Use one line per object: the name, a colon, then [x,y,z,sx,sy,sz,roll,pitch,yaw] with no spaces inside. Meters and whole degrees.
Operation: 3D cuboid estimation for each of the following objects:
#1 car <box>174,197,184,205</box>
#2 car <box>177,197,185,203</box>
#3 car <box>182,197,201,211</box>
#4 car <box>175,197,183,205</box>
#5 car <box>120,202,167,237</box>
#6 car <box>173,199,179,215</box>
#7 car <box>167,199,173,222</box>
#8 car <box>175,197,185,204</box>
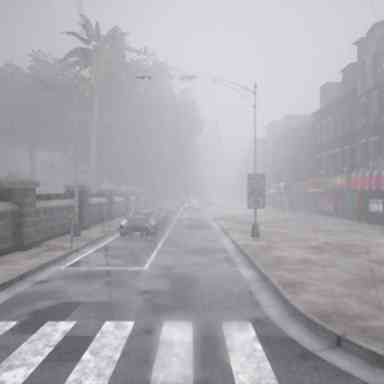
car: [-2.640,1.857,69.204,1.887,1.381,4.507,0,0,0]
car: [-2.640,1.961,80.581,1.947,1.339,4.313,0,0,0]
car: [0.003,1.681,42.533,1.812,1.442,4.674,0,0,0]
car: [-2.639,1.721,46.450,2.008,1.369,4.403,0,0,0]
car: [-2.639,1.485,18.007,1.967,1.590,4.097,0,0,0]
car: [-2.639,1.695,35.073,1.802,1.307,4.206,0,0,0]
car: [-2.638,1.505,23.695,1.967,1.590,4.097,0,0,0]
car: [-2.640,1.903,74.893,2.008,1.369,4.403,0,0,0]
